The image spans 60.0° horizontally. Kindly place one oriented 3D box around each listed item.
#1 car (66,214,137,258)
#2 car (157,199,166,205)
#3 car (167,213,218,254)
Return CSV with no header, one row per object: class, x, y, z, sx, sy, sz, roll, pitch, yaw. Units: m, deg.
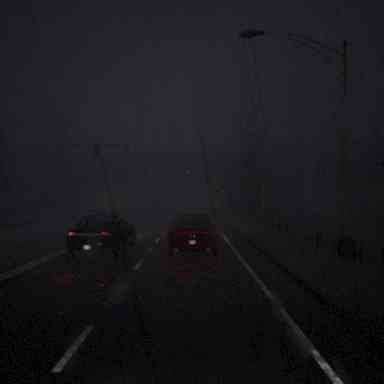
car,-3.472,1.648,13.475,2.128,1.511,4.902,0,-1,0
car,-7.436,2.415,80.231,1.837,1.490,4.892,0,-1,0
car,0.036,1.641,14.229,1.882,1.535,5.008,0,0,1
